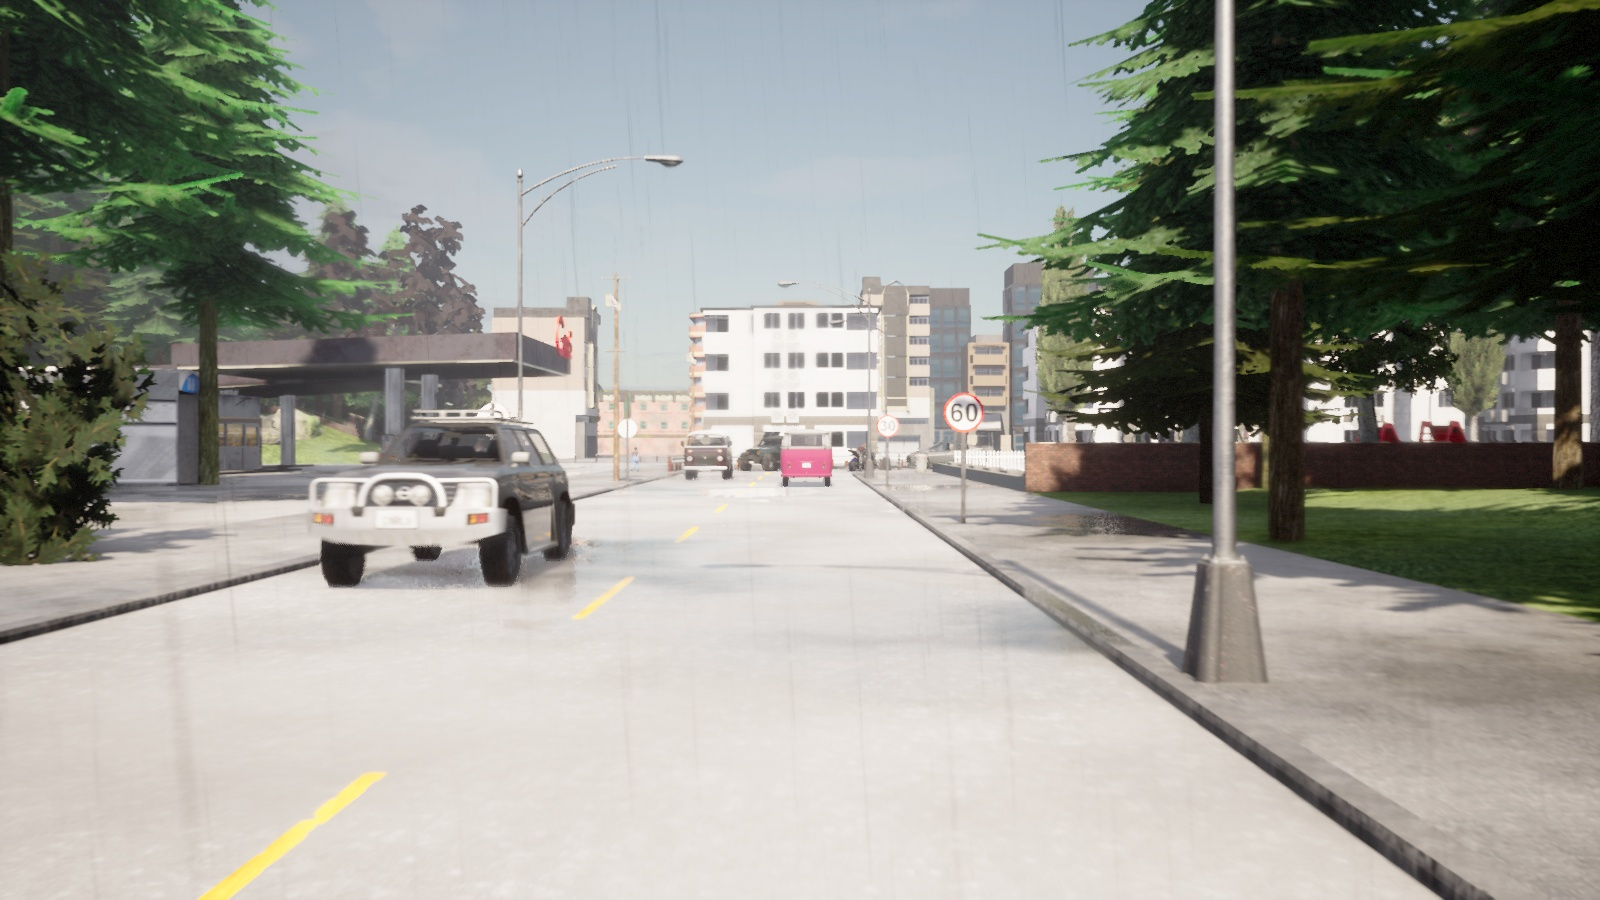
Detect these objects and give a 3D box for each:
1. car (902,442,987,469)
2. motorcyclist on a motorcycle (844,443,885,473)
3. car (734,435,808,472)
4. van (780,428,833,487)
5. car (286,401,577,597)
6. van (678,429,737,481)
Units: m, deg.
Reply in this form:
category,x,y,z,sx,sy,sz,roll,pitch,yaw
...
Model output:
category,x,y,z,sx,sy,sz,roll,pitch,yaw
car,8.194,0.297,71.483,4.514,1.525,2.007,0,0,-2
motorcyclist on a motorcycle,3.375,0.415,65.640,0.866,1.530,2.191,2,2,45
car,-1.492,0.171,66.123,1.905,1.878,3.866,0,0,38
van,0.232,0.248,44.642,1.775,1.987,4.442,0,0,0
car,-3.904,0.483,14.218,1.932,1.855,4.605,0,0,0
van,-3.737,0.176,51.553,2.069,2.038,4.480,0,0,0
